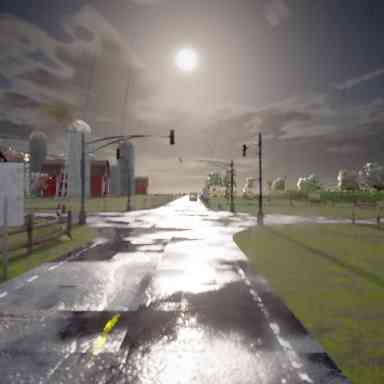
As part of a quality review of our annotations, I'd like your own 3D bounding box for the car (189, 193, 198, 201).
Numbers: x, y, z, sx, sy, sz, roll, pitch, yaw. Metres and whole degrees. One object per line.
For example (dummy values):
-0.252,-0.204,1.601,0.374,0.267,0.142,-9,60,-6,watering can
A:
0.264,1.539,80.817,2.128,1.511,4.902,0,0,0,car
